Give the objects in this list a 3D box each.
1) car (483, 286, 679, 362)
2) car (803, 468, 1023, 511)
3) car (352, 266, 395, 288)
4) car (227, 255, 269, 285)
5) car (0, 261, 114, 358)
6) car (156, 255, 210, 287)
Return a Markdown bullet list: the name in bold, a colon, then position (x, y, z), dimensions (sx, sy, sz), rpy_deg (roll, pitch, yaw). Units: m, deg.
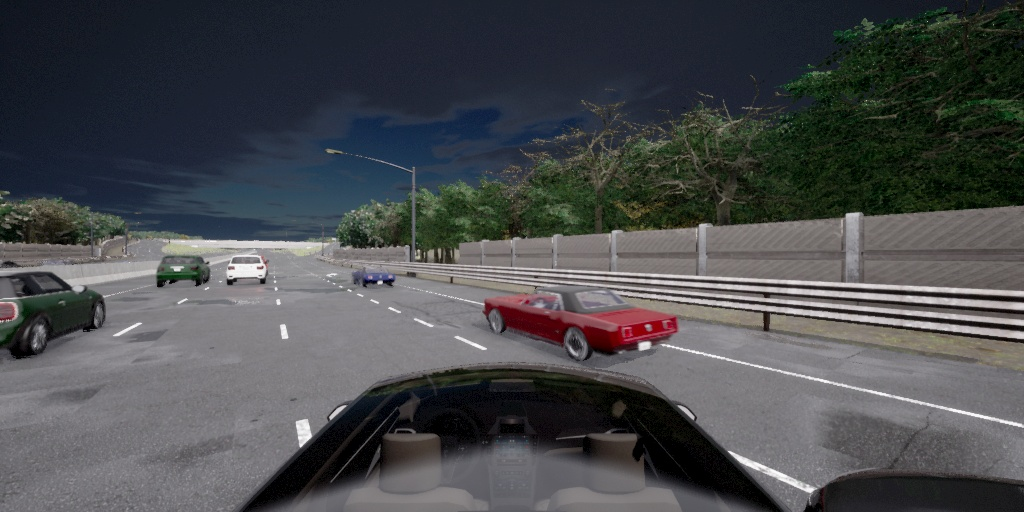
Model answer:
- **car**: position (1.181, 1.350, 8.380), dimensions (1.895, 1.301, 4.718), rpy_deg (0, 0, -34)
- **car**: position (2.986, 1.315, 0.431), dimensions (4.181, 1.385, 1.994), rpy_deg (0, 0, 34)
- **car**: position (-9.401, 1.343, 24.038), dimensions (1.895, 1.301, 4.718), rpy_deg (0, 0, -34)
- **car**: position (-19.272, 0.957, 26.181), dimensions (2.150, 2.045, 5.566), rpy_deg (0, 0, -34)
- **car**: position (-11.171, 1.099, 7.894), dimensions (2.097, 1.767, 4.553), rpy_deg (0, 0, -34)
- **car**: position (-22.486, 0.955, 24.687), dimensions (2.150, 2.045, 5.566), rpy_deg (0, 0, -34)
